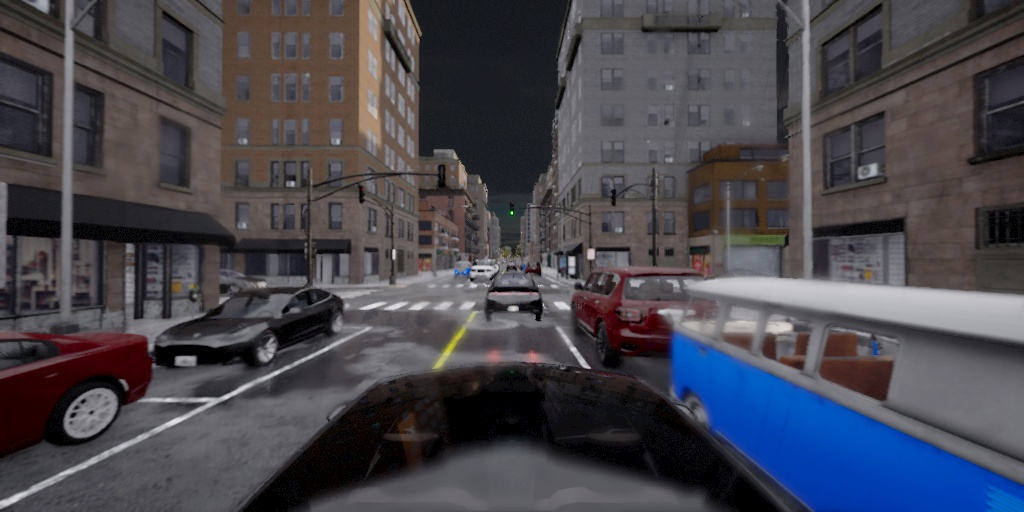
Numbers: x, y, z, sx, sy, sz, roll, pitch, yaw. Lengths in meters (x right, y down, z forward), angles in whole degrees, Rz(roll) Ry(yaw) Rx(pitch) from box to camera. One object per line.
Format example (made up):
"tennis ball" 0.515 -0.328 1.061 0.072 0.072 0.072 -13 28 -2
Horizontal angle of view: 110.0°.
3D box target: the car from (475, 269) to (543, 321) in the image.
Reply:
"car" 0.058 1.378 13.085 2.128 1.511 4.902 0 -1 0

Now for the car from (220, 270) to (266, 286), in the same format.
"car" -16.268 1.526 19.969 4.902 1.511 2.128 0 -1 0

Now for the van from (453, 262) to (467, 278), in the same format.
"van" -5.457 1.551 40.067 1.690 1.789 3.998 0 0 0

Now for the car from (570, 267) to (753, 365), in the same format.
"car" 2.632 1.142 8.117 2.192 1.841 5.009 0 0 0

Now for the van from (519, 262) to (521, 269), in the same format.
"van" 2.611 1.808 61.703 1.690 1.789 3.998 0 0 0

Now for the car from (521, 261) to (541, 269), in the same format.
"car" 2.648 1.589 45.485 2.192 1.841 5.009 0 0 0

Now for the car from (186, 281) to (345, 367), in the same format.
"car" -5.394 1.393 8.106 1.948 1.339 4.313 0 0 0

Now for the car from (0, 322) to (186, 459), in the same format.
"car" -5.386 1.306 2.595 1.888 1.381 4.507 0 0 0

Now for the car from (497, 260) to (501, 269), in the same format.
"car" -2.909 1.506 46.288 2.150 2.045 5.566 0 -1 0

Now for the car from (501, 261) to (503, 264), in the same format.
"car" -2.908 1.902 56.861 2.128 1.511 4.902 0 -1 0

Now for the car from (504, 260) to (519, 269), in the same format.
"car" -0.083 1.978 64.457 1.882 1.535 5.008 0 -1 0

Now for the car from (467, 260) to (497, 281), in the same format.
"car" -2.897 1.380 35.785 2.150 2.045 5.566 0 -1 0

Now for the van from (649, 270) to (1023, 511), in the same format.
"van" 2.639 1.101 2.606 1.690 1.789 3.998 0 0 0
